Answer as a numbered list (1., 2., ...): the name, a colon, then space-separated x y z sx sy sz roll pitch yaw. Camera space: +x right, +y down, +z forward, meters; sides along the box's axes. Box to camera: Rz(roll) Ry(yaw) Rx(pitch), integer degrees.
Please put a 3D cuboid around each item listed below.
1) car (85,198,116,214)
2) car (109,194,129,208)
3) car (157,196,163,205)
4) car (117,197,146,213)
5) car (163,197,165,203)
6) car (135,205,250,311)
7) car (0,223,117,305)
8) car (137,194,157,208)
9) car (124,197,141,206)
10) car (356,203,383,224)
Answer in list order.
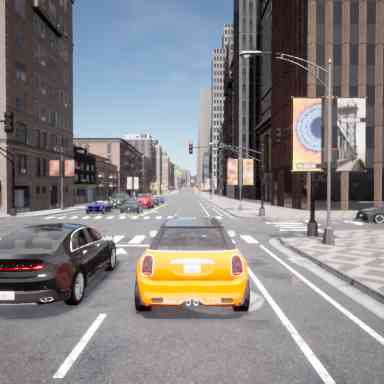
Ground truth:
1. car: -9.849 1.616 35.571 1.895 1.301 4.718 0 0 0
2. car: -9.843 1.244 45.330 2.150 2.045 5.566 0 0 1
3. car: -6.583 1.592 55.980 1.994 1.385 4.181 0 0 0
4. car: -6.600 1.580 36.730 1.994 1.385 4.181 0 0 0
5. car: -6.531 1.508 66.053 1.882 1.535 5.008 0 0 1
6. car: 0.011 1.351 7.897 2.097 1.767 4.553 0 0 0
7. car: -3.153 1.504 8.042 1.837 1.490 4.892 0 0 0
8. car: -6.599 1.245 46.007 2.150 2.045 5.566 0 0 1
9. car: -9.817 1.592 55.288 1.994 1.385 4.181 0 0 2
10. car: 13.987 1.471 23.566 4.181 1.385 1.994 0 1 0
